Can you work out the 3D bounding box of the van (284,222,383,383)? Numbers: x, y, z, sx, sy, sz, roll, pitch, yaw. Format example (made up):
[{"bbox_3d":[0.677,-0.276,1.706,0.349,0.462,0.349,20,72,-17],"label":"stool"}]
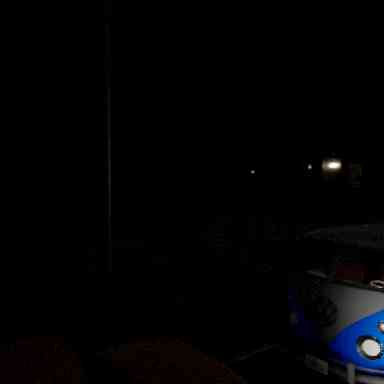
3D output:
[{"bbox_3d":[3.056,1.344,4.830,3.998,1.788,1.690,0,0,-36],"label":"van"}]

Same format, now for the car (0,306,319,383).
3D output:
[{"bbox_3d":[-1.672,1.525,1.450,4.829,1.417,1.752,0,0,-36],"label":"car"}]
